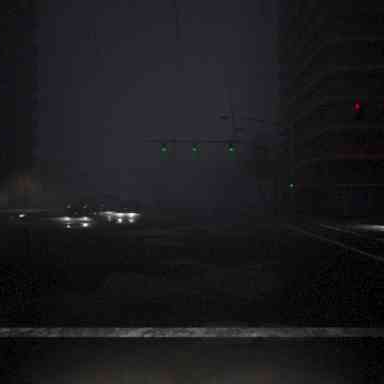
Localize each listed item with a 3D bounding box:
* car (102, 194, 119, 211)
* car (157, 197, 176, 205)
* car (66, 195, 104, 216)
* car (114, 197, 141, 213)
[{"bbox_3d":[-10.546,1.236,42.111,2.150,2.045,5.566,0,0,0],"label":"car"},{"bbox_3d":[-4.589,1.607,58.865,1.895,1.301,4.718,0,0,-27],"label":"car"},{"bbox_3d":[-10.566,1.363,32.522,2.097,1.767,4.553,0,0,0],"label":"car"},{"bbox_3d":[-7.036,1.577,37.473,1.994,1.385,4.181,0,0,1],"label":"car"}]
